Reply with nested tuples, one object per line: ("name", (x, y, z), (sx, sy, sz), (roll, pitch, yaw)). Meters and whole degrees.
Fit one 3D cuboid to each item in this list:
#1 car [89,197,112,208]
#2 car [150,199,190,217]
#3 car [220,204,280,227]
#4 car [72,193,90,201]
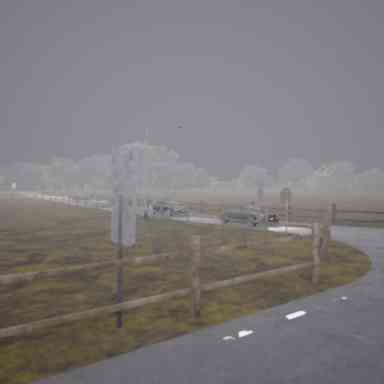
("car", (-11.204, 1.334, 42.849), (1.895, 1.301, 4.718), (1, 0, -36))
("car", (-2.092, 1.417, 30.299), (1.837, 1.490, 4.892), (1, -1, -36))
("car", (3.799, 1.485, 22.183), (1.994, 1.385, 4.181), (1, -1, -36))
("car", (-19.912, 0.881, 59.827), (2.033, 1.411, 5.357), (1, 1, -37))
